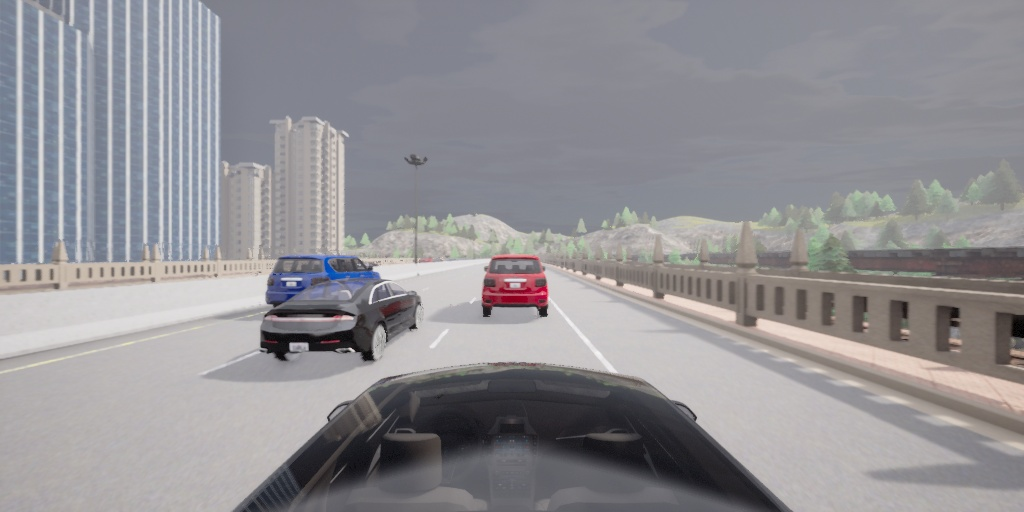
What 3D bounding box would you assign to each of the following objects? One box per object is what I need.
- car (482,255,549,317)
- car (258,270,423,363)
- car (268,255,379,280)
[{"bbox_3d":[0.102,0.972,13.404,2.150,2.045,5.566,0,0,0],"label":"car"},{"bbox_3d":[-3.402,1.241,8.153,2.128,1.511,4.902,0,0,0],"label":"car"},{"bbox_3d":[-6.896,0.971,13.896,2.150,2.045,5.566,0,0,0],"label":"car"}]
